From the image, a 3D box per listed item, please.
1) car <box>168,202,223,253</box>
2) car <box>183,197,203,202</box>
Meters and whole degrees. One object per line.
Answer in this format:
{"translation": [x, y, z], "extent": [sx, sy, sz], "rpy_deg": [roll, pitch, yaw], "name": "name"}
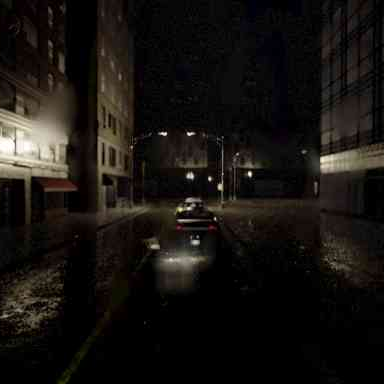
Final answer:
{"translation": [0.101, 1.341, 12.908], "extent": [2.128, 1.511, 4.902], "rpy_deg": [0, 1, 0], "name": "car"}
{"translation": [0.100, 1.191, 31.456], "extent": [2.033, 1.411, 5.357], "rpy_deg": [0, 1, 0], "name": "car"}
